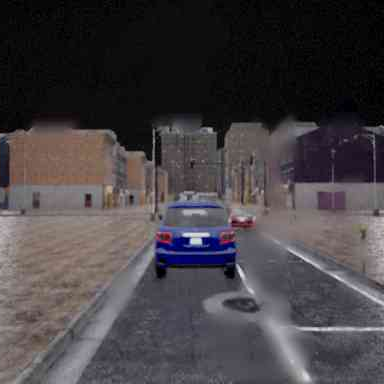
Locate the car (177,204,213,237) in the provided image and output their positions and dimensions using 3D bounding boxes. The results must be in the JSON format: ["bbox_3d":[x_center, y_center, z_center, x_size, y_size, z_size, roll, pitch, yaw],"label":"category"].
[{"bbox_3d":[0.122,1.583,19.943,1.882,1.535,5.008,0,0,-1],"label":"car"}]

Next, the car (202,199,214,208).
[{"bbox_3d":[2.727,1.954,57.546,1.752,1.417,4.829,1,-1,0],"label":"car"}]

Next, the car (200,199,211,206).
[{"bbox_3d":[2.738,2.128,68.251,1.947,1.339,4.313,1,-1,0],"label":"car"}]

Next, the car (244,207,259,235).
[{"bbox_3d":[2.686,1.545,19.757,1.967,1.590,4.097,2,0,0],"label":"car"}]

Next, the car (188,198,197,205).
[{"bbox_3d":[0.094,2.167,76.606,1.837,1.490,4.892,0,-1,0],"label":"car"}]

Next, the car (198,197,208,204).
[{"bbox_3d":[2.763,2.104,84.566,2.192,1.841,5.009,1,-1,0],"label":"car"}]

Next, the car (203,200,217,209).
[{"bbox_3d":[2.719,1.932,51.939,1.947,1.339,4.313,1,-1,0],"label":"car"}]

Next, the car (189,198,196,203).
[{"bbox_3d":[0.107,2.254,87.064,1.895,1.301,4.718,0,-1,0],"label":"car"}]

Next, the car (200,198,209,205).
[{"bbox_3d":[2.746,2.163,73.858,1.752,1.417,4.829,1,-1,0],"label":"car"}]

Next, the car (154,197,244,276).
[{"bbox_3d":[0.068,1.275,10.659,2.150,2.045,5.566,0,0,-1],"label":"car"}]

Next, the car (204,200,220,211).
[{"bbox_3d":[2.713,1.876,46.503,1.947,1.339,4.313,1,-1,0],"label":"car"}]

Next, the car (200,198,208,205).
[{"bbox_3d":[2.752,2.238,79.295,1.752,1.417,4.829,1,-1,0],"label":"car"}]
